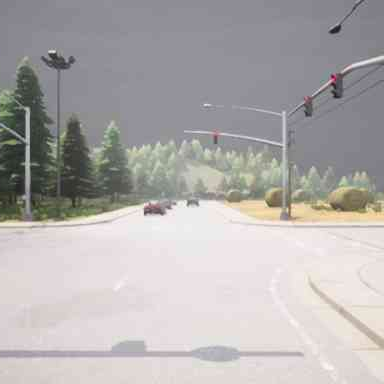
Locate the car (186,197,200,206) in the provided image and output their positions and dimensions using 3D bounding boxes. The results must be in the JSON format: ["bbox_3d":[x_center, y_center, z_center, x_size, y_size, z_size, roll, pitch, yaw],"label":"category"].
[{"bbox_3d":[0.140,1.499,53.672,1.812,1.442,4.674,0,0,0],"label":"car"}]

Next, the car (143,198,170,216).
[{"bbox_3d":[-3.568,1.585,32.522,1.895,1.301,4.718,0,0,0],"label":"car"}]

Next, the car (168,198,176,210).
[{"bbox_3d":[-3.555,1.526,43.198,2.033,1.411,5.357,0,0,0],"label":"car"}]
